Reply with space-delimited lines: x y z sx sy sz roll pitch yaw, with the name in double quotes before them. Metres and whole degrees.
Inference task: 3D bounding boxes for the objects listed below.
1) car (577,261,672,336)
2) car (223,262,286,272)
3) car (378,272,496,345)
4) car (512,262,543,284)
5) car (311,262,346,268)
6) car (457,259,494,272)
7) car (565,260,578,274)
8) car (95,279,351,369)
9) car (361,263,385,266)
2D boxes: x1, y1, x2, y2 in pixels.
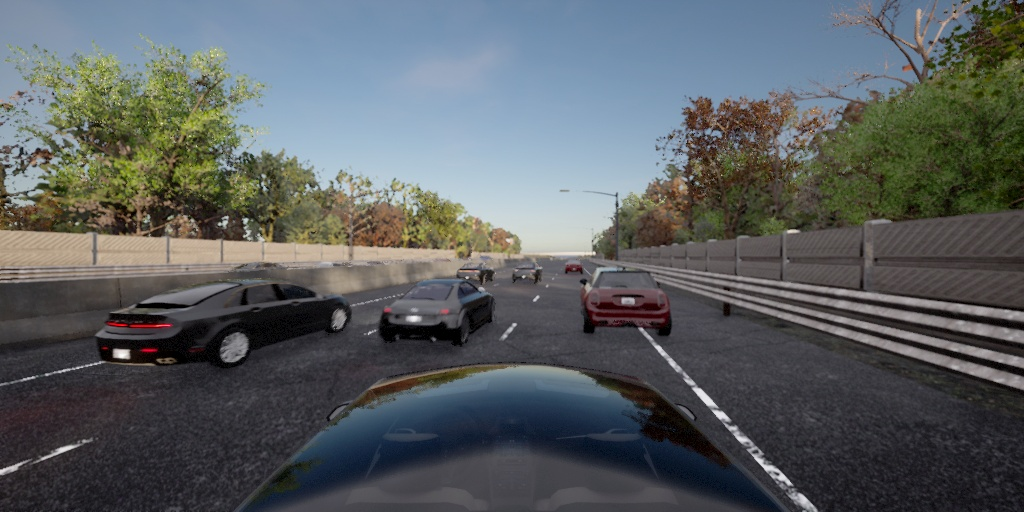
"car" 3.129 1.097 10.661 2.097 1.767 4.553 0 0 10
"car" -20.107 1.220 28.135 1.837 1.490 4.892 0 0 10
"car" -1.743 1.305 9.584 1.994 1.385 4.181 0 0 10
"car" 1.225 1.226 27.131 2.128 1.511 4.902 0 0 10
"car" -16.065 1.243 31.118 1.812 1.442 4.674 0 0 10
"car" -2.527 1.223 25.938 2.128 1.511 4.902 0 0 10
"car" 6.963 1.210 40.202 1.882 1.535 5.008 0 0 10
"car" -5.579 1.245 7.883 1.837 1.490 4.892 0 0 10
"car" -12.373 1.284 31.886 1.994 1.385 4.181 0 0 10
